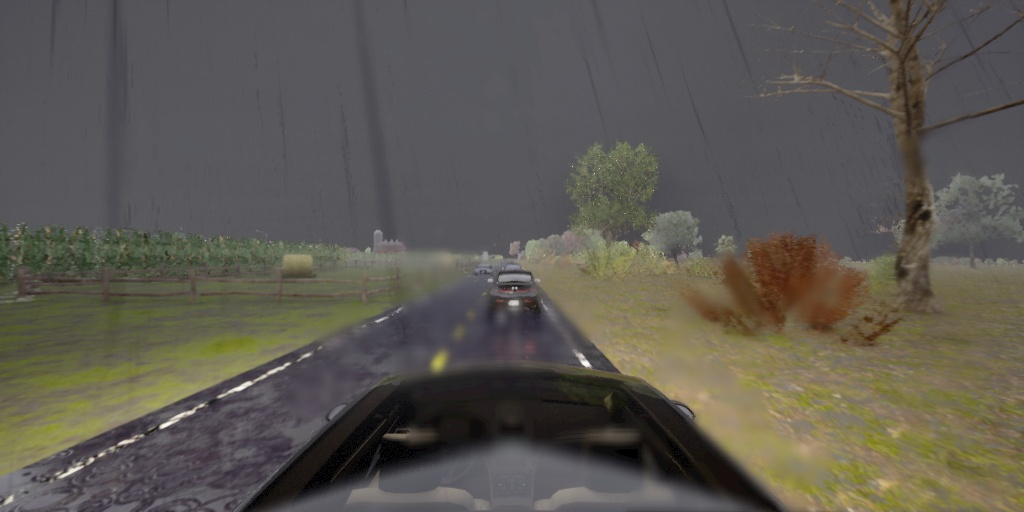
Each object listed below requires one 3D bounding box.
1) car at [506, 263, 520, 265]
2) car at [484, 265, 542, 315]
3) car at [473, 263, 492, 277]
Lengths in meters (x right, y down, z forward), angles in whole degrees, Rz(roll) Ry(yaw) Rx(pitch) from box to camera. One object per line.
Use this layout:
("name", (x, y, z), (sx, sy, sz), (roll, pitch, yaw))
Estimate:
("car", (0.100, 1.373, 32.815), (2.033, 1.411, 5.357), (0, 0, 0))
("car", (0.099, 1.279, 13.784), (1.837, 1.490, 4.892), (0, 0, 0))
("car", (-2.844, 1.404, 37.301), (1.994, 1.385, 4.181), (0, 0, 0))
